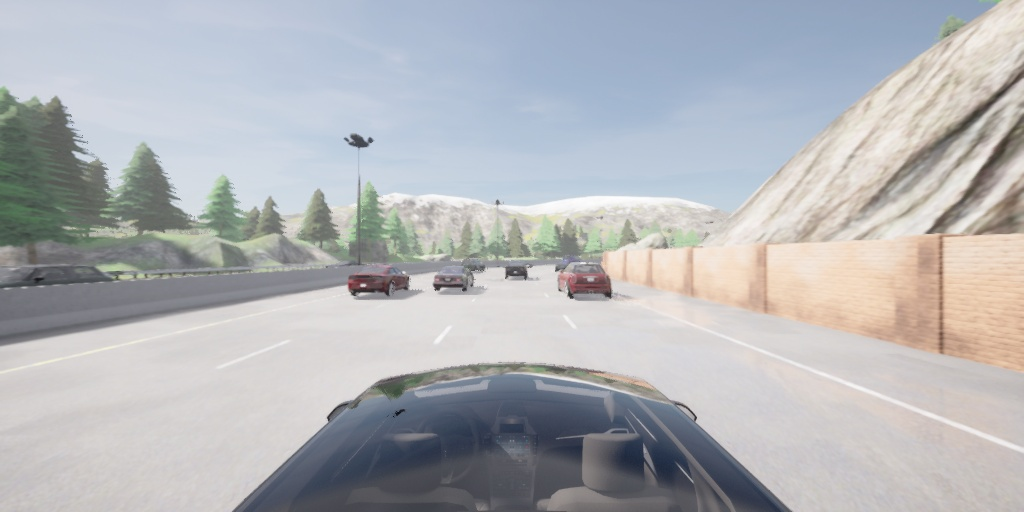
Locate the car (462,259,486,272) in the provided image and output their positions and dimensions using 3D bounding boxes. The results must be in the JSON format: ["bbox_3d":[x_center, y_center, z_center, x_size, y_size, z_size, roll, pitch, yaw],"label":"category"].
[{"bbox_3d":[-4.714,1.104,43.551,2.097,1.767,4.553,0,0,14],"label":"car"}]

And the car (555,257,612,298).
[{"bbox_3d":[3.599,1.103,18.510,2.097,1.767,4.553,0,0,0],"label":"car"}]

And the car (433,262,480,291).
[{"bbox_3d":[-3.398,1.297,21.583,2.033,1.411,5.357,0,0,0],"label":"car"}]

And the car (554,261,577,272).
[{"bbox_3d":[6.985,1.314,46.340,1.994,1.385,4.181,0,0,22],"label":"car"}]

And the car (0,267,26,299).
[{"bbox_3d":[-24.588,1.277,15.116,1.812,1.442,4.674,0,0,0],"label":"car"}]

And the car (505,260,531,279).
[{"bbox_3d":[0.504,1.228,32.635,1.882,1.535,5.008,0,0,5],"label":"car"}]

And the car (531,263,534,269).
[{"bbox_3d":[1.372,1.298,53.897,2.033,1.411,5.357,0,0,31],"label":"car"}]

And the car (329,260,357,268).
[{"bbox_3d":[-19.500,1.264,42.500,1.882,1.535,5.008,0,0,11],"label":"car"}]

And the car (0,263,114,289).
[{"bbox_3d":[-17.592,1.103,13.034,2.097,1.767,4.553,0,0,0],"label":"car"}]

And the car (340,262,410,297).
[{"bbox_3d":[-6.897,1.228,19.122,1.882,1.535,5.008,0,0,0],"label":"car"}]
